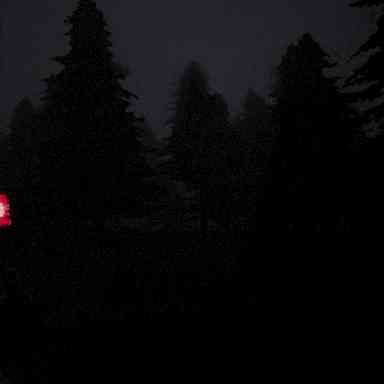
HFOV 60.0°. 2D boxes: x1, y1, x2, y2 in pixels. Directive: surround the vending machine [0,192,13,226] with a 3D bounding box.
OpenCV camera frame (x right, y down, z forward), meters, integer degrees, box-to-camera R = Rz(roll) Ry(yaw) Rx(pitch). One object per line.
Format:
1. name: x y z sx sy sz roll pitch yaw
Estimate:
1. vending machine: -12.569 1.143 21.906 1.100 2.100 0.880 -8 -2 -24
